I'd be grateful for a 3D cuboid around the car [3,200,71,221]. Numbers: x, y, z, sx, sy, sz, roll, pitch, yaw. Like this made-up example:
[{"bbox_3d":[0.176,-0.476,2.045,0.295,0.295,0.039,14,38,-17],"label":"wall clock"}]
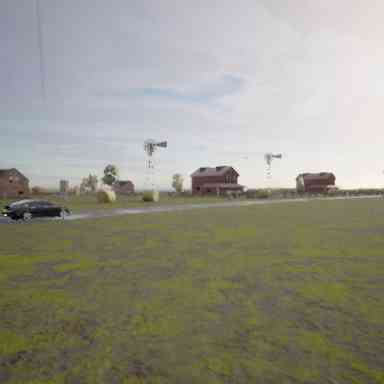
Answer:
[{"bbox_3d":[-11.697,1.350,25.487,1.837,1.490,4.892,0,1,36],"label":"car"}]
